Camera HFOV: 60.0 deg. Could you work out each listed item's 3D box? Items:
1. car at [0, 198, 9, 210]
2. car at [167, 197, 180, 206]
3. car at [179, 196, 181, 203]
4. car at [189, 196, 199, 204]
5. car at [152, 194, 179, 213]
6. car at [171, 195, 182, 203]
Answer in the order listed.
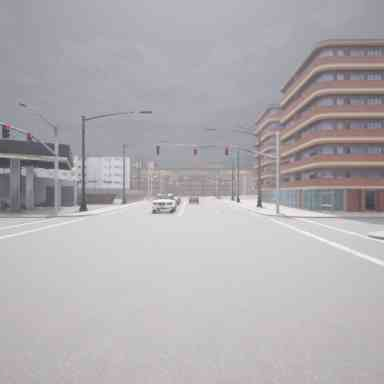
[{"bbox_3d":[-23.944,1.456,39.459,3.806,1.475,1.970,0,0,1],"label":"car"},{"bbox_3d":[-3.118,1.547,57.720,2.033,1.411,5.357,0,0,0],"label":"car"},{"bbox_3d":[-3.102,1.547,47.406,2.033,1.411,5.357,0,0,0],"label":"car"},{"bbox_3d":[0.344,1.491,63.768,2.128,1.511,4.902,0,0,0],"label":"car"},{"bbox_3d":[-3.038,1.221,37.110,2.150,2.045,5.566,0,0,2],"label":"car"},{"bbox_3d":[-3.183,1.491,68.049,2.128,1.511,4.902,0,0,0],"label":"car"}]
